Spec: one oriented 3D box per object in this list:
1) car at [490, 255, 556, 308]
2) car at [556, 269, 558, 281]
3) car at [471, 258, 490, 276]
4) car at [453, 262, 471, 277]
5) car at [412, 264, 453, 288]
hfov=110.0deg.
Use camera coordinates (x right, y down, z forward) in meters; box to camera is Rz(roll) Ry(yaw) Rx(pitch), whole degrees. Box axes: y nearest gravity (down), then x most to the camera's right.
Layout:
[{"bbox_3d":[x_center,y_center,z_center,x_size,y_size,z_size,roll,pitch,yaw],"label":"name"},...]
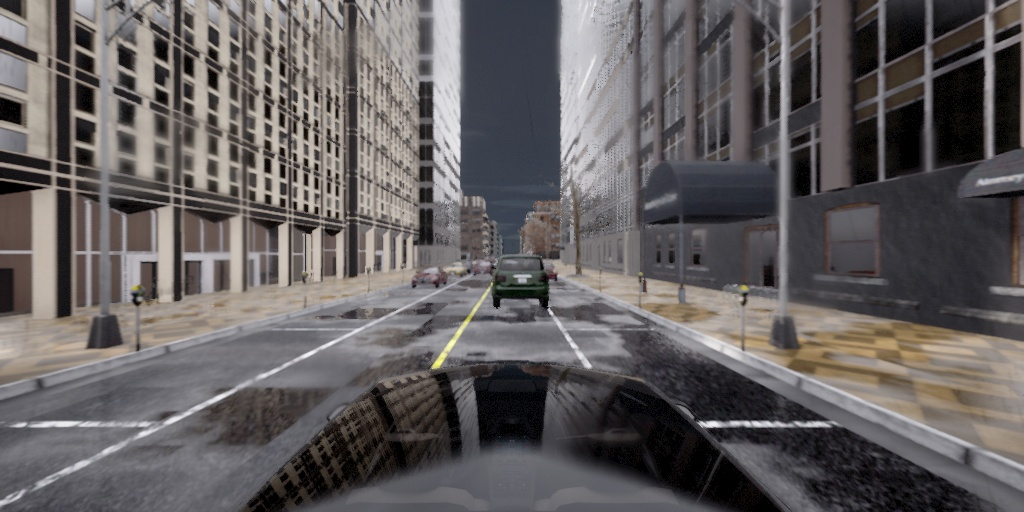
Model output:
[{"bbox_3d":[0.271,0.963,15.353,2.150,2.045,5.566,0,0,-2],"label":"car"},{"bbox_3d":[2.569,1.172,29.082,1.967,1.591,4.097,0,0,0],"label":"car"},{"bbox_3d":[-2.840,1.252,36.720,1.812,1.442,4.674,0,0,0],"label":"car"},{"bbox_3d":[-5.310,1.254,34.460,1.751,1.417,4.829,0,0,0],"label":"car"},{"bbox_3d":[-5.312,1.319,23.535,1.802,1.307,4.207,0,0,0],"label":"car"}]
